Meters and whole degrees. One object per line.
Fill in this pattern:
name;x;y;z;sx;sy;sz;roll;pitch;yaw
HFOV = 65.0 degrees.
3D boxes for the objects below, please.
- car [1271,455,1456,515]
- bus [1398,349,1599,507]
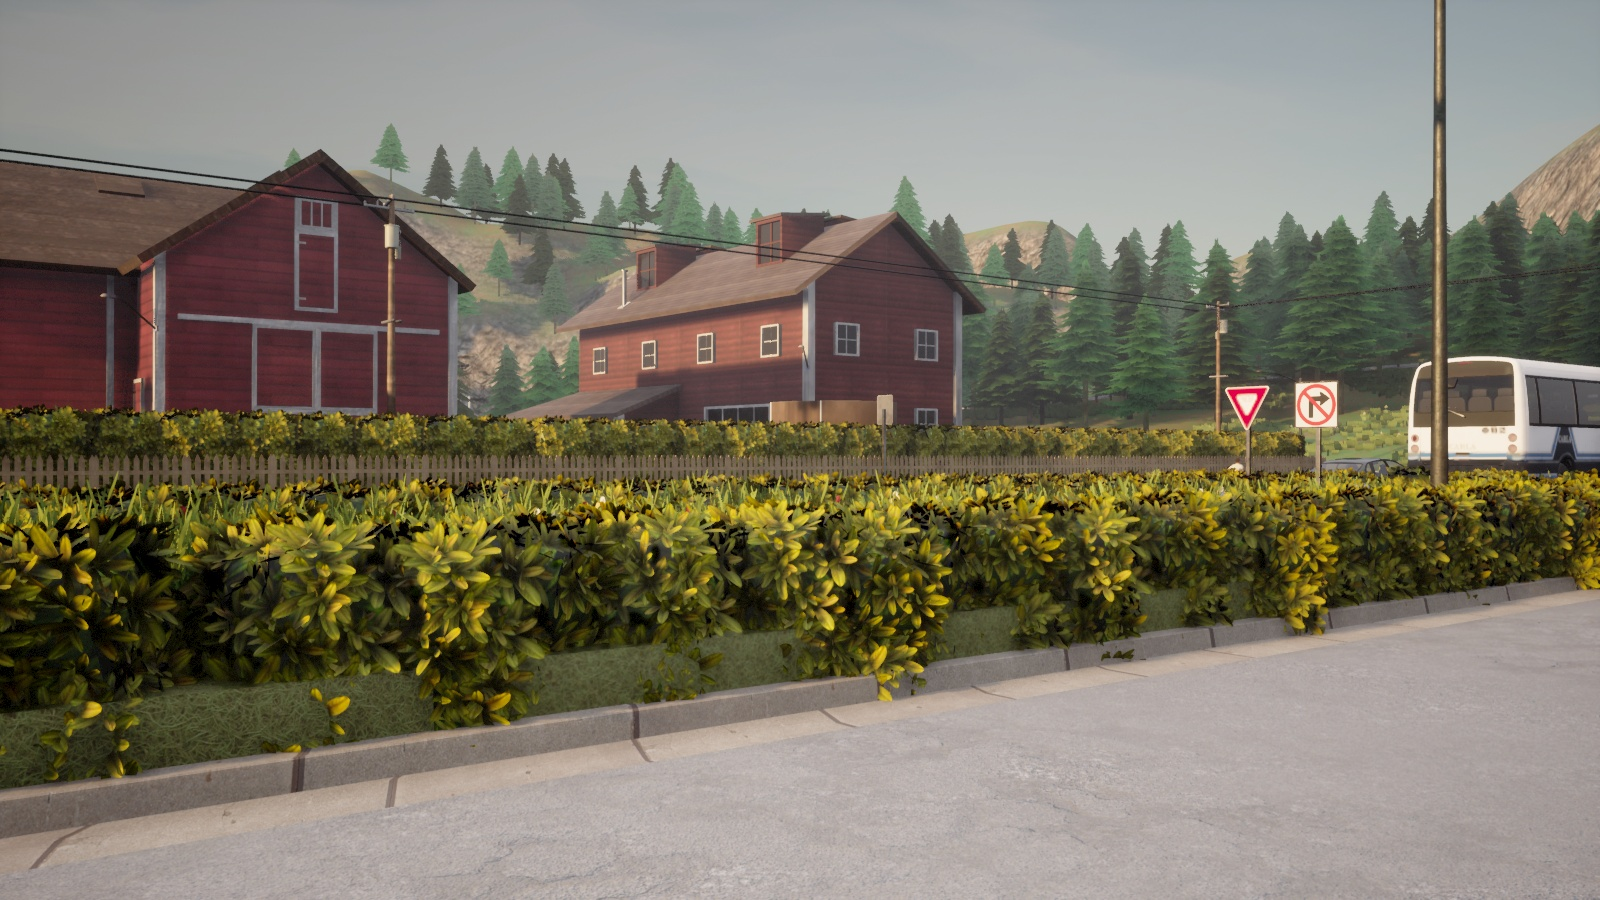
car;14.548;0.840;32.296;5.357;1.411;2.033;0;0;-37
bus;22.896;-0.586;38.576;10.273;4.253;3.944;0;0;-38
